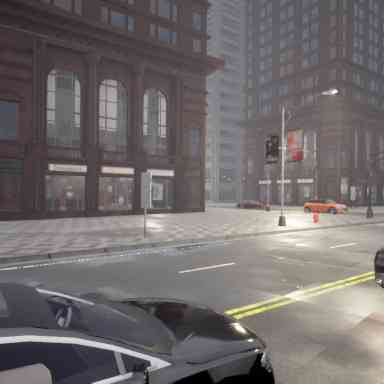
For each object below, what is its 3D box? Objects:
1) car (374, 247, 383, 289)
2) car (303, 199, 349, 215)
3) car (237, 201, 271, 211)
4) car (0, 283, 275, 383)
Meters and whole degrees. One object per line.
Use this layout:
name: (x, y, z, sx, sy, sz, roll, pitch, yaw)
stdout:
car: (6.162, 1.516, 7.819, 4.892, 1.490, 1.837, 0, 0, -35)
car: (14.380, 1.523, 35.802, 2.097, 1.767, 4.553, 1, -1, -35)
car: (8.231, 1.820, 44.456, 1.895, 1.301, 4.718, 1, -1, -35)
car: (-1.456, 1.492, 2.400, 4.902, 1.511, 2.128, 0, 0, -35)
